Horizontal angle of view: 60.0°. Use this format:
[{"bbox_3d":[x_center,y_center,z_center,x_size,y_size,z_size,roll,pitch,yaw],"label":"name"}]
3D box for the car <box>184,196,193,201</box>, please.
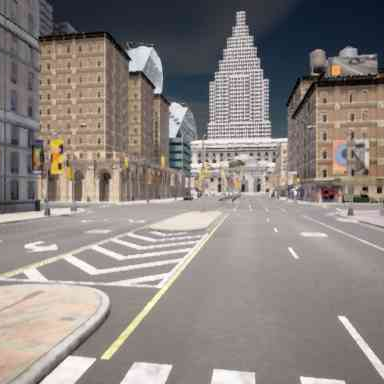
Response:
[{"bbox_3d":[-0.923,1.570,85.445,1.895,1.301,4.718,0,0,9],"label":"car"}]
